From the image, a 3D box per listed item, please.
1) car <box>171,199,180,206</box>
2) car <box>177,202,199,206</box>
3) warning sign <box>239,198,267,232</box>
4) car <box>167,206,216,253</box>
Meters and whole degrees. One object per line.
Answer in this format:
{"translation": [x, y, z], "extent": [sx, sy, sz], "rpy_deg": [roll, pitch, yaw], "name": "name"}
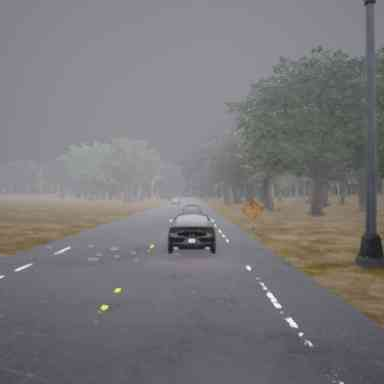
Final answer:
{"translation": [-3.529, 2.198, 71.906], "extent": [1.812, 1.442, 4.674], "rpy_deg": [0, -1, 0], "name": "car"}
{"translation": [-0.010, 1.824, 29.050], "extent": [2.033, 1.411, 5.357], "rpy_deg": [0, 0, 0], "name": "car"}
{"translation": [3.499, 1.304, 19.254], "extent": [1.300, 1.860, 1.060], "rpy_deg": [-3, -3, 0], "name": "warning sign"}
{"translation": [0.001, 1.619, 14.495], "extent": [1.882, 1.535, 5.008], "rpy_deg": [0, 0, 0], "name": "car"}
